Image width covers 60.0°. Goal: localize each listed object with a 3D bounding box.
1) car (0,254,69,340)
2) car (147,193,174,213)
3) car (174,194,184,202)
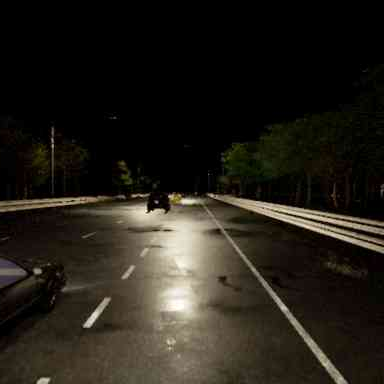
[{"bbox_3d":[-3.500,1.531,4.503,2.033,1.411,5.357,0,0,0],"label":"car"},{"bbox_3d":[-3.445,1.114,35.178,2.150,2.045,5.566,0,0,0],"label":"car"},{"bbox_3d":[-3.270,1.269,72.347,1.882,1.535,5.008,0,0,0],"label":"car"}]
